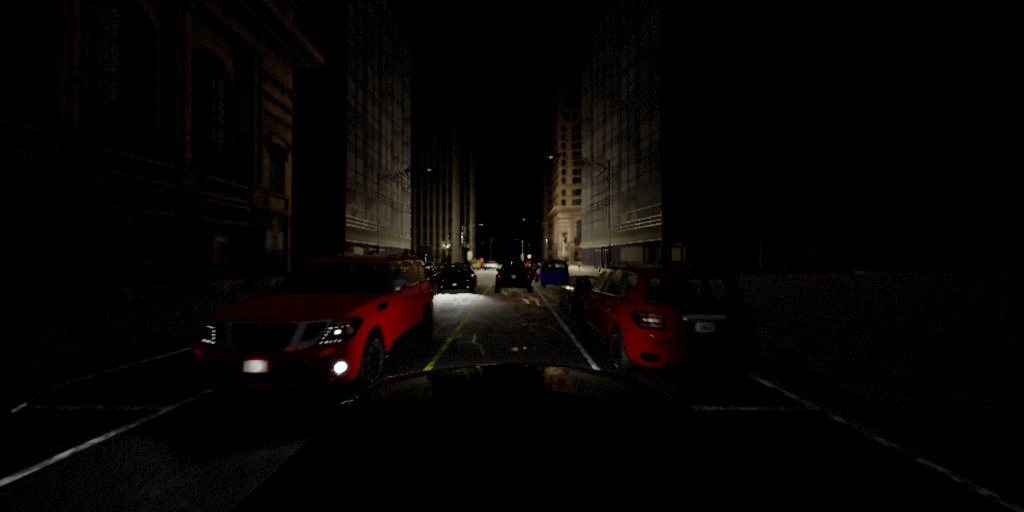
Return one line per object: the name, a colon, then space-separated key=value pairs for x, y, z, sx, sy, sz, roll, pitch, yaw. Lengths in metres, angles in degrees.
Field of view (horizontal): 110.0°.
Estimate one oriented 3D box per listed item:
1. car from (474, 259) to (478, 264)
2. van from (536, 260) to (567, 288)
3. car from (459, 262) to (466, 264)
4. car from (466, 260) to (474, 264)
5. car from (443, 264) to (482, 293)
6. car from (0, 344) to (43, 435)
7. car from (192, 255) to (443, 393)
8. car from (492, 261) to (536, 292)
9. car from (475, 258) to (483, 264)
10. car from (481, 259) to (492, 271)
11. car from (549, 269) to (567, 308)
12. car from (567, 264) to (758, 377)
car: x=-5.840 y=1.460 z=45.582 sx=1.948 sy=1.339 sz=4.313 roll=0 pitch=0 yaw=0
van: x=2.677 y=1.141 z=23.738 sx=1.690 sy=1.789 sz=3.998 roll=0 pitch=0 yaw=0
car: x=-5.844 y=1.423 z=34.664 sx=1.802 sy=1.307 sz=4.207 roll=0 pitch=0 yaw=0
car: x=-5.842 y=1.417 z=40.123 sx=2.007 sy=1.370 sz=4.403 roll=0 pitch=0 yaw=0
car: x=-3.091 y=1.356 z=21.270 sx=1.994 sy=1.385 sz=4.181 roll=0 pitch=0 yaw=0
car: x=-5.856 y=1.300 z=1.909 sx=2.007 sy=1.370 sz=4.403 roll=0 pitch=0 yaw=0
car: x=-3.062 y=0.982 z=7.073 sx=2.150 sy=2.045 sz=5.566 roll=0 pitch=0 yaw=0
car: x=0.099 y=1.145 z=21.661 sx=2.097 sy=1.767 sz=4.553 roll=0 pitch=0 yaw=0
car: x=-5.836 y=1.486 z=56.329 sx=1.751 sy=1.417 sz=4.829 roll=0 pitch=0 yaw=0
car: x=-3.051 y=1.461 z=52.574 sx=1.812 sy=1.442 sz=4.674 roll=0 pitch=0 yaw=0
car: x=2.674 y=1.322 z=12.818 sx=2.007 sy=1.370 sz=4.403 roll=0 pitch=0 yaw=0
car: x=2.672 y=1.075 z=7.358 sx=2.192 sy=1.841 sz=5.009 roll=0 pitch=0 yaw=0
